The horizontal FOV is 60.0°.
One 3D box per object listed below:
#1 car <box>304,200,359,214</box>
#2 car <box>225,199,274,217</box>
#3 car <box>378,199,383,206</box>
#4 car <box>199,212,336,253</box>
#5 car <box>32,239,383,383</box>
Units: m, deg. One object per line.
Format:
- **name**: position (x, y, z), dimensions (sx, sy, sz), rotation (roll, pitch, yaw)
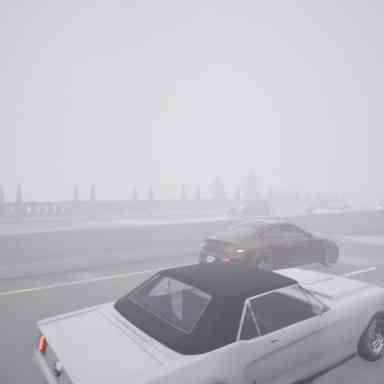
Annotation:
- **car**: position (10.551, 1.554, 24.453), dimensions (4.674, 1.442, 1.812), rotation (0, 0, -36)
- **car**: position (5.065, 1.376, 29.142), dimensions (4.553, 1.767, 2.097), rotation (0, 0, -36)
- **car**: position (33.222, 1.796, 57.166), dimensions (1.895, 1.301, 4.718), rotation (0, 0, 33)
- **car**: position (2.346, 1.531, 9.719), dimensions (4.674, 1.442, 1.812), rotation (0, 0, -36)
- **car**: position (0.696, 1.602, 4.241), dimensions (4.718, 1.301, 1.895), rotation (0, 0, -36)
